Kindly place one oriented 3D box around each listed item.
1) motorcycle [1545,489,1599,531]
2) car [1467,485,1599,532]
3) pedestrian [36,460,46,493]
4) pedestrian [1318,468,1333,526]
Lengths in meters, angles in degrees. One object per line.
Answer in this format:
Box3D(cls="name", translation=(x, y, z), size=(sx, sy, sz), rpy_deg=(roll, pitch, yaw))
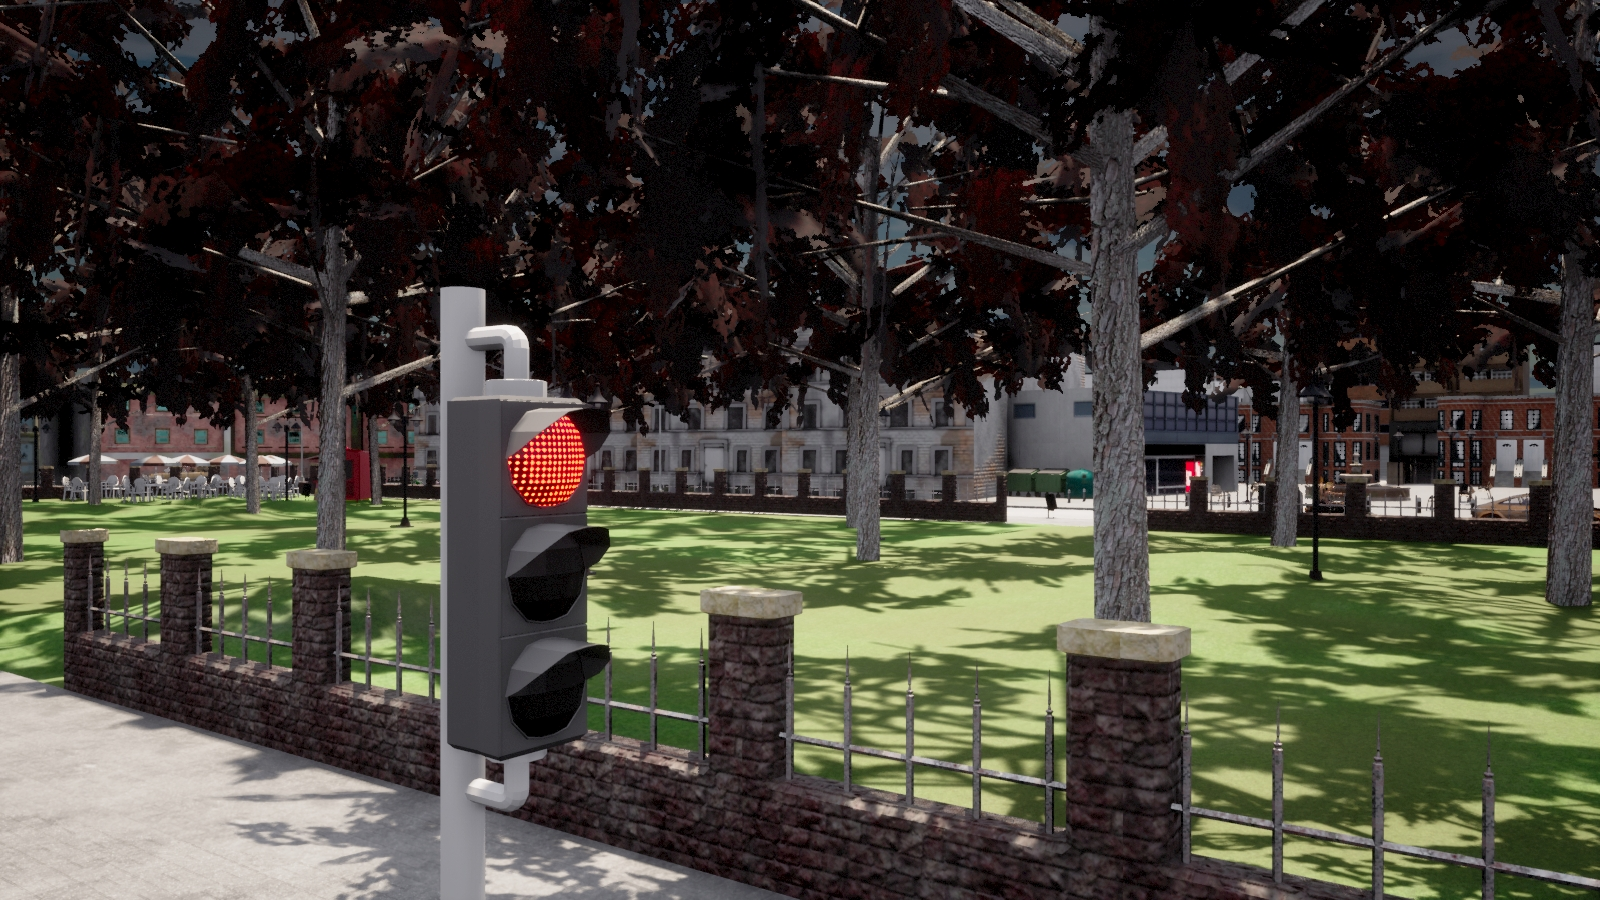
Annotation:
Box3D(cls="motorcycle", translation=(25.489, 1.950, 36.881), size=(2.356, 1.277, 0.764), rpy_deg=(0, 0, 36))
Box3D(cls="car", translation=(24.491, 1.899, 37.604), size=(4.181, 1.385, 1.994), rpy_deg=(0, 0, 37))
Box3D(cls="pedestrian", translation=(-43.138, 1.525, 64.947), size=(0.375, 1.860, 0.375), rpy_deg=(0, 0, 36))
Box3D(cls="pedestrian", translation=(17.046, 1.523, 37.079), size=(0.375, 1.860, 0.375), rpy_deg=(0, 0, 36))
